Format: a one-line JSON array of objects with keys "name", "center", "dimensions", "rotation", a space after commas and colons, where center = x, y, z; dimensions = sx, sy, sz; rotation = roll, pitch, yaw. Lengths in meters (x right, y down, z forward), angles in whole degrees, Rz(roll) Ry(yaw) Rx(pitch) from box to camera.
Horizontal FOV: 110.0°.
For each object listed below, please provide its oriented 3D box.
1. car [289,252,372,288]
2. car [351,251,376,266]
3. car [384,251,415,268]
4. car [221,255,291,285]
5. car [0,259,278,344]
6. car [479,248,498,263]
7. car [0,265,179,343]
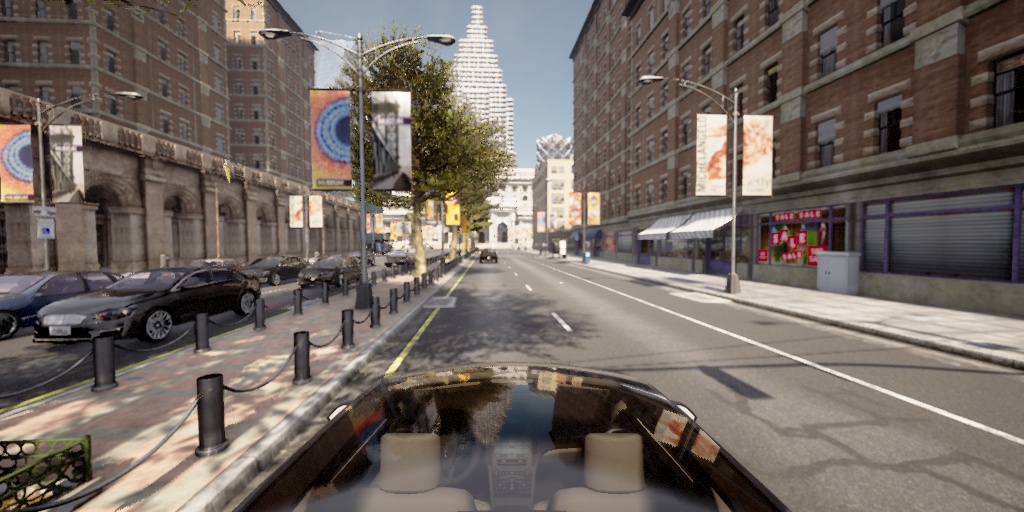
[{"name": "car", "center": [-9.237, 0.725, 18.738], "dimensions": [1.837, 1.490, 4.892], "rotation": [0, 2, -4]}, {"name": "car", "center": [-13.656, 0.283, 31.971], "dimensions": [2.128, 1.511, 4.902], "rotation": [0, 2, -4]}, {"name": "car", "center": [-10.230, 0.277, 33.167], "dimensions": [2.033, 1.411, 5.357], "rotation": [0, 2, -4]}, {"name": "car", "center": [-12.789, 0.723, 19.369], "dimensions": [1.837, 1.490, 4.892], "rotation": [0, 2, -4]}, {"name": "car", "center": [-8.562, 1.039, 9.089], "dimensions": [2.128, 1.511, 4.902], "rotation": [0, 2, -4]}, {"name": "car", "center": [-2.544, -0.043, 39.096], "dimensions": [1.882, 1.535, 5.008], "rotation": [0, 2, -4]}, {"name": "car", "center": [-12.088, 1.108, 9.346], "dimensions": [2.033, 1.411, 5.357], "rotation": [0, 2, -4]}]
